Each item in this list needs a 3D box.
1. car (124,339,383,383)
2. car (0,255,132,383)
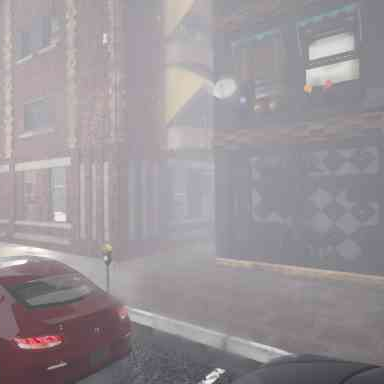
[{"bbox_3d":[1.941,1.566,1.464,4.313,1.339,1.947,0,-1,35],"label":"car"},{"bbox_3d":[-2.670,1.583,4.741,4.206,1.307,1.802,0,-1,35],"label":"car"}]
